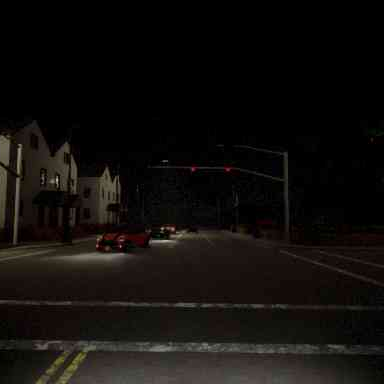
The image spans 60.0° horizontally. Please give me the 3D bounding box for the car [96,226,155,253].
[{"bbox_3d":[-4.596,3.108,22.738,2.097,1.767,4.553,-2,-6,16],"label":"car"}]

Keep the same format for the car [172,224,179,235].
[{"bbox_3d":[-3.503,5.548,49.953,2.097,1.767,4.553,0,-5,0],"label":"car"}]

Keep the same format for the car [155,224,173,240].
[{"bbox_3d":[-3.530,4.610,37.107,1.994,1.385,4.181,0,-5,0],"label":"car"}]

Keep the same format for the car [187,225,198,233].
[{"bbox_3d":[0.094,6.472,57.910,2.033,1.411,5.357,0,-5,0],"label":"car"}]
